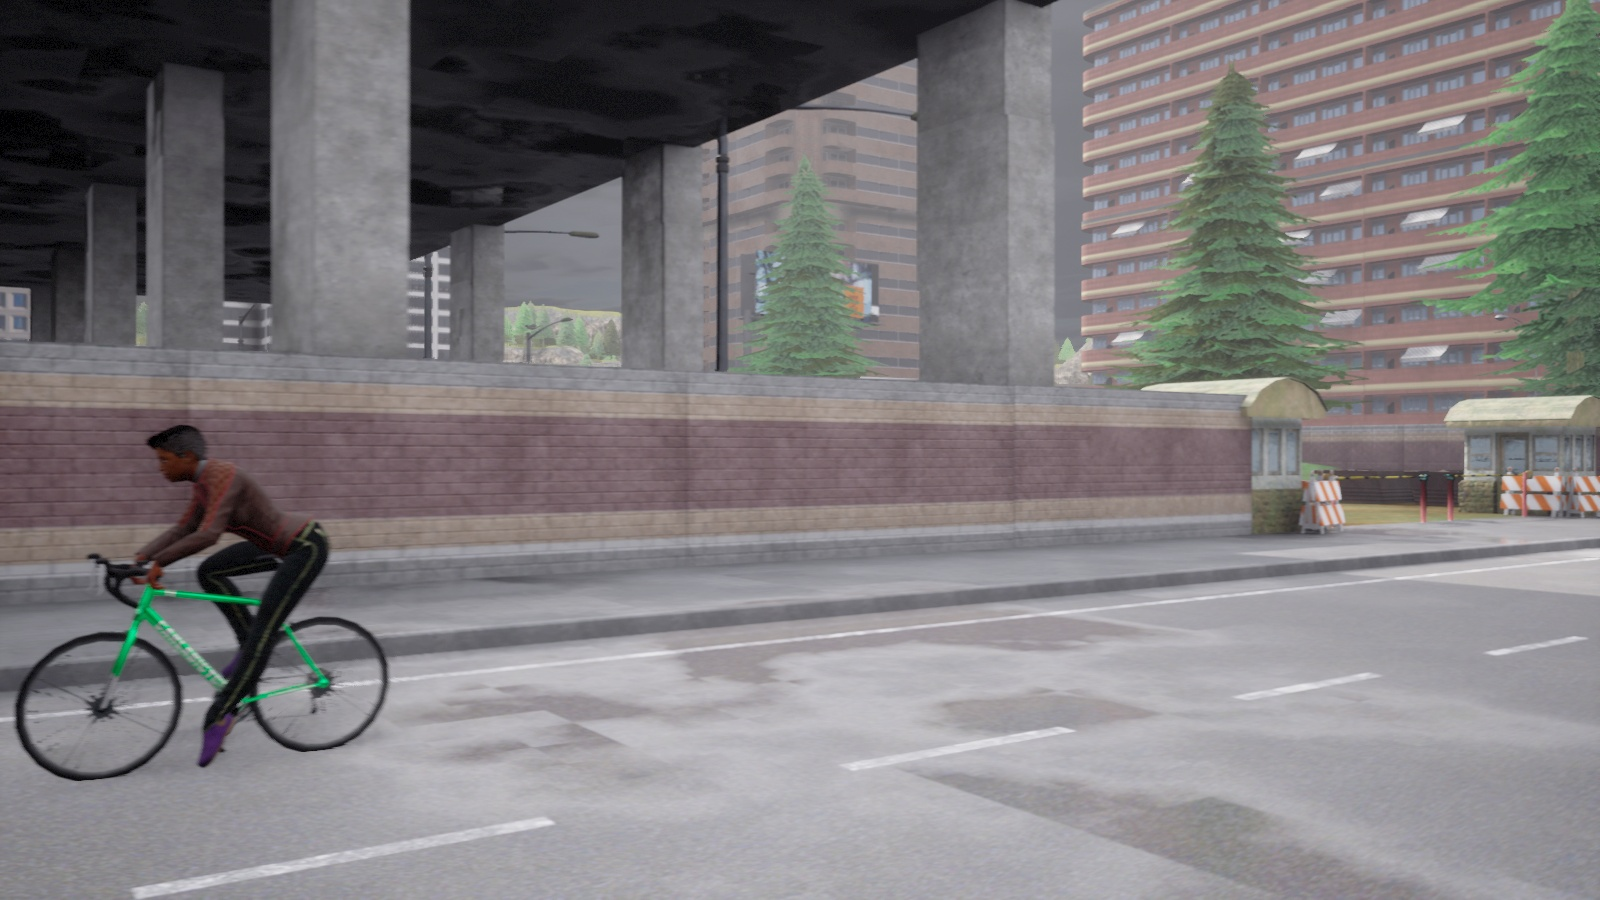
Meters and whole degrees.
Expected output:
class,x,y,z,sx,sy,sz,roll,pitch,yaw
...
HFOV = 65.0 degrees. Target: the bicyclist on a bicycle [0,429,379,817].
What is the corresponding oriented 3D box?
class,x,y,z,sx,sy,sz,roll,pitch,yaw
bicyclist on a bicycle,-2.908,0.718,5.899,1.656,1.620,0.582,0,0,-35
